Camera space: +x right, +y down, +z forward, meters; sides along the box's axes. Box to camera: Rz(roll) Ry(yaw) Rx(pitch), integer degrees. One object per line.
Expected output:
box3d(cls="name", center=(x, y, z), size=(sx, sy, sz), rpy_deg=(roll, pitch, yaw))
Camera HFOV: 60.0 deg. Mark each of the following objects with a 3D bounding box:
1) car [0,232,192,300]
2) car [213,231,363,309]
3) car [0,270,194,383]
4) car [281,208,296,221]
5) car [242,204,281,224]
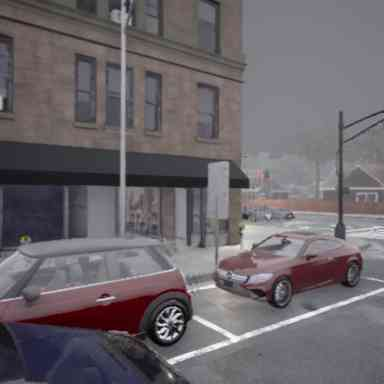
box3d(cls="car", center=(-2.050, 1.447, 4.727), size=(4.097, 1.590, 1.967), rpy_deg=(0, 0, -35))
box3d(cls="car", center=(2.446, 1.628, 7.926), size=(4.206, 1.307, 1.802), rpy_deg=(0, 0, -35))
box3d(cls="car", center=(-1.863, 1.560, 1.622), size=(4.181, 1.385, 1.994), rpy_deg=(1, 0, -35))
box3d(cls="car", center=(7.055, 1.839, 29.546), size=(1.994, 1.385, 4.181), rpy_deg=(0, -1, -35))
box3d(cls="car", center=(4.490, 1.744, 27.544), size=(2.128, 1.511, 4.902), rpy_deg=(0, -1, -35))
